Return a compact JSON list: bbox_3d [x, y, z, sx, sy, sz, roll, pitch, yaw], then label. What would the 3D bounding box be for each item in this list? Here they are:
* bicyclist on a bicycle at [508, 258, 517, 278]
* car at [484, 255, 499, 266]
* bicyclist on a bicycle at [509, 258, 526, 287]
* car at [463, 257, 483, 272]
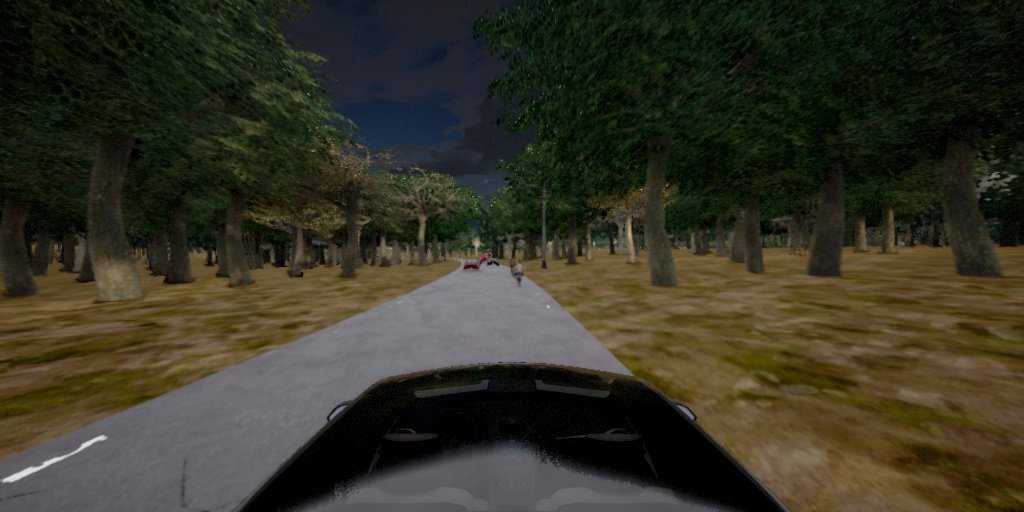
[{"bbox_3d":[0.034,0.993,30.216,0.582,1.620,1.656,0,0,-3],"label":"bicyclist on a bicycle"},{"bbox_3d":[-3.234,0.945,59.477,1.895,1.301,4.718,0,0,-6],"label":"car"},{"bbox_3d":[0.444,1.040,21.501,0.866,1.612,1.509,0,0,-2],"label":"bicyclist on a bicycle"},{"bbox_3d":[-4.611,1.070,41.232,1.895,1.301,4.718,0,0,-4],"label":"car"}]
